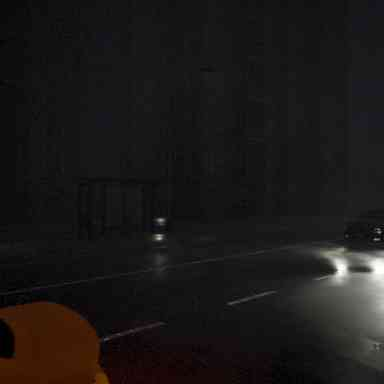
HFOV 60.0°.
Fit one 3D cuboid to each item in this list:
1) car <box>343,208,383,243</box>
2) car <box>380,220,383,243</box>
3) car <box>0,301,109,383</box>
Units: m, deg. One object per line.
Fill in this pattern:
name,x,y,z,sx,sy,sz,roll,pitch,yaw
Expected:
car,8.810,1.477,15.107,5.008,1.535,1.882,0,0,-37
car,7.603,1.564,9.804,4.181,1.385,1.994,0,0,-37
car,-2.886,1.476,1.522,5.008,1.535,1.882,0,0,-40
